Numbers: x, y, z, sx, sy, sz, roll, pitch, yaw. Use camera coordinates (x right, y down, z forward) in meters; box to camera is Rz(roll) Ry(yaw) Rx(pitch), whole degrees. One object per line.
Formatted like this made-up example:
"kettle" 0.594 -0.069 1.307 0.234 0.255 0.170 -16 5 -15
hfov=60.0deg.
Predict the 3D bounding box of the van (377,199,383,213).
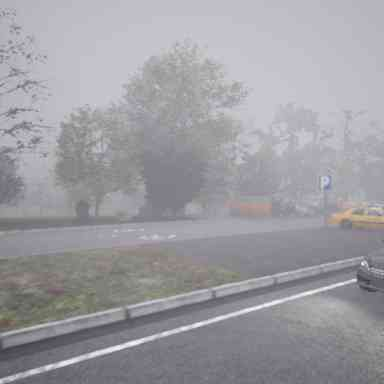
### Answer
"van" 30.592 2.151 49.961 1.878 1.987 4.442 2 -1 -35

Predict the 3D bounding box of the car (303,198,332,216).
"car" 12.475 1.821 37.199 2.231 1.521 4.892 2 -1 -35

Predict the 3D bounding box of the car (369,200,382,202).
"car" 21.499 2.098 43.625 2.097 1.535 5.008 2 -1 -35

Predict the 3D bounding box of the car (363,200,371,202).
"car" 19.141 2.025 41.946 2.097 1.535 5.008 2 -1 -35

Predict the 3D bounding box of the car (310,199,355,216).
"car" 17.004 1.833 40.393 2.185 1.767 4.553 2 -1 -35

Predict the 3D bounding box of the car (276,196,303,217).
"car" 7.951 1.437 34.021 2.435 2.045 5.566 1 -1 -35

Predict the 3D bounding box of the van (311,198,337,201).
"van" 14.665 1.663 38.909 1.878 1.987 4.442 2 -1 -35

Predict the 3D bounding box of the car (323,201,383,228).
"car" 10.961 1.581 19.846 1.946 1.575 5.366 1 -1 -35

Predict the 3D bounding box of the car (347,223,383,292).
"car" 5.767 1.543 7.793 4.674 1.442 1.812 0 0 -35

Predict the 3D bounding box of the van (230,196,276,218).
"van" 5.543 1.407 32.417 1.878 1.987 4.442 1 -1 -35

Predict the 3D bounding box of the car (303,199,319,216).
"car" 10.325 1.749 35.449 1.946 1.575 5.366 2 -1 -35

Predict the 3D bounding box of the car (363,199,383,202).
"car" 23.756 2.169 45.230 2.231 1.521 4.892 2 -1 -35
